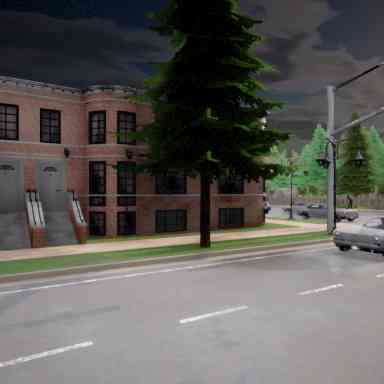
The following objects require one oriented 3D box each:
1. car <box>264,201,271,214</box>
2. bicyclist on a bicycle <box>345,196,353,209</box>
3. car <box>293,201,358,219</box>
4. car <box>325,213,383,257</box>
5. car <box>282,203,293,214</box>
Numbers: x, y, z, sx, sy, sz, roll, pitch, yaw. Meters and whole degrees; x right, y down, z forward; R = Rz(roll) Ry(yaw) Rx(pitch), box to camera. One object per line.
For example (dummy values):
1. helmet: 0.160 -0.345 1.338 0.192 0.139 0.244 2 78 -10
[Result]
1. car: 5.784 1.221 34.980 2.150 2.045 5.566 0 0 -31
2. bicyclist on a bicycle: 19.240 1.301 40.664 1.656 1.620 0.582 0 0 -31
3. car: 10.759 1.601 26.583 1.895 1.301 4.718 0 0 -31
4. car: 7.465 1.601 12.526 4.718 1.301 1.895 0 0 -31
5. car: 11.192 1.601 32.718 1.895 1.301 4.718 0 0 -31
